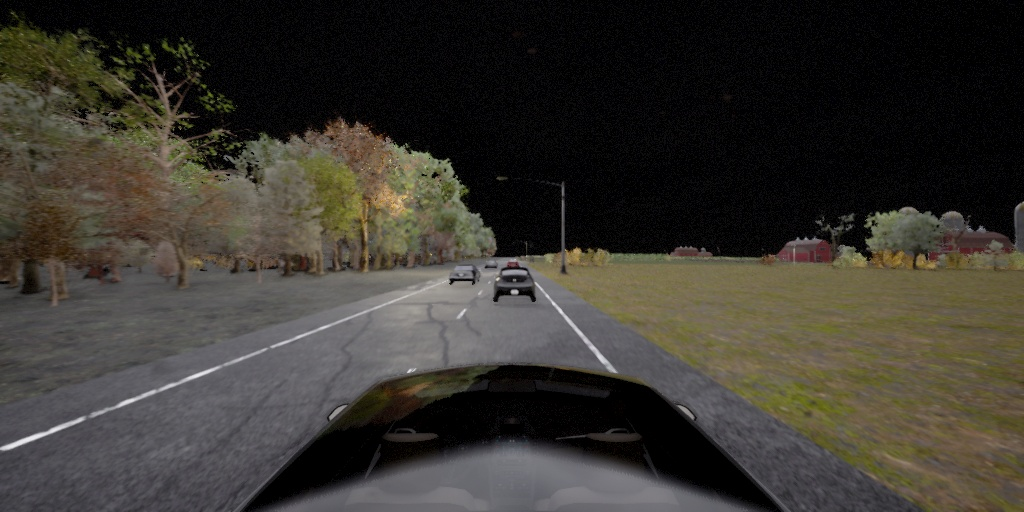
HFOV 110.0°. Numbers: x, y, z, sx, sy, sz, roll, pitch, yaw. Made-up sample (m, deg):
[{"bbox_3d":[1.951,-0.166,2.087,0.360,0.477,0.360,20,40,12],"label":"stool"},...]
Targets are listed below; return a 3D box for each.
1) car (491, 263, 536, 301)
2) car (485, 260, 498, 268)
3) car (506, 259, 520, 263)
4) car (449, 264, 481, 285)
[{"bbox_3d":[0.118,1.262,17.396,1.837,1.490,4.892,0,0,0],"label":"car"},{"bbox_3d":[-3.334,1.316,59.493,1.994,1.385,4.181,0,0,0],"label":"car"},{"bbox_3d":[0.161,1.235,56.862,1.882,1.535,5.008,0,0,0],"label":"car"},{"bbox_3d":[-3.372,1.302,26.286,2.033,1.411,5.357,0,0,0],"label":"car"}]
